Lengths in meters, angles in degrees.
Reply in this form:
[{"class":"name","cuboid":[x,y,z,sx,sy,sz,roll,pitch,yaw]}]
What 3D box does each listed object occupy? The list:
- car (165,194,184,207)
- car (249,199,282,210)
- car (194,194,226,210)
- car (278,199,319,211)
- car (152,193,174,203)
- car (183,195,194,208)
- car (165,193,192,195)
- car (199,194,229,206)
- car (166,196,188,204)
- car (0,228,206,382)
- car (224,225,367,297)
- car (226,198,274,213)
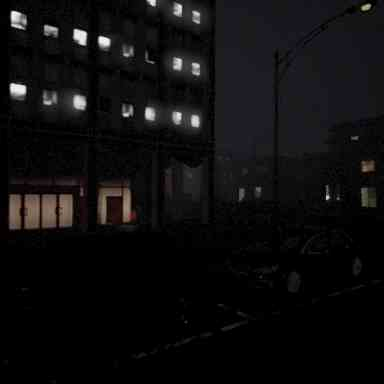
[{"class":"car","cuboid":[-3.397,1.426,48.777,1.887,1.381,4.507,1,0,-35]},{"class":"car","cuboid":[9.794,1.579,44.429,1.802,1.307,4.206,1,0,-35]},{"class":"car","cuboid":[2.902,1.241,39.668,2.192,1.841,5.009,1,0,-35]},{"class":"car","cuboid":[12.846,1.545,40.014,1.752,1.417,4.829,1,0,-35]},{"class":"car","cuboid":[-5.942,1.204,67.206,2.192,1.841,5.009,1,0,-35]},{"class":"car","cuboid":[-0.249,1.454,44.222,2.008,1.369,4.403,1,0,-35]},{"class":"car","cuboid":[-1.900,1.129,56.711,2.150,2.045,5.566,1,0,-35]},{"class":"car","cuboid":[3.502,1.267,53.540,2.192,1.841,5.009,1,0,-35]},{"class":"car","cuboid":[-2.893,1.434,62.790,1.752,1.417,4.829,1,0,-35]},{"class":"car","cuboid":[-1.841,1.444,5.241,4.097,1.590,1.967,0,0,-36]},{"class":"car","cuboid":[2.790,1.572,8.549,4.403,1.369,2.008,0,0,-36]},{"class":"car","cuboid":[6.047,1.500,35.111,2.008,1.369,4.403,1,0,-35]}]
